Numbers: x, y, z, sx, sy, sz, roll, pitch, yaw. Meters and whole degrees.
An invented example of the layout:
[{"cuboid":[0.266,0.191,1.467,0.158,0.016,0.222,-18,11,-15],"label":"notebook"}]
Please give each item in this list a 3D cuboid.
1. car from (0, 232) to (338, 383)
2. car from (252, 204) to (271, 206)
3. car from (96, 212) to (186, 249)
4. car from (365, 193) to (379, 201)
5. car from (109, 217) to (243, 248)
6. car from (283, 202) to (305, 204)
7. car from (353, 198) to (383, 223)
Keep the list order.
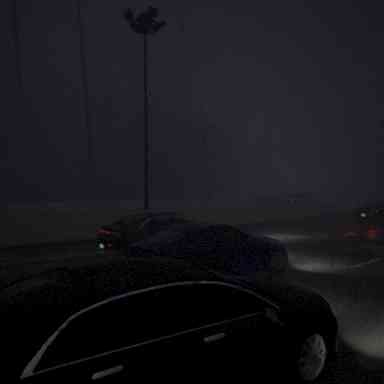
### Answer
[{"cuboid":[-0.351,1.497,3.608,4.892,1.490,1.837,-1,0,-36],"label":"car"},{"cuboid":[9.937,1.295,40.388,2.128,1.511,4.902,0,0,44],"label":"car"},{"cuboid":[-0.927,1.460,11.926,4.902,1.511,2.128,-1,0,-38],"label":"car"},{"cuboid":[36.666,1.015,67.631,1.882,1.535,5.008,0,0,35],"label":"car"},{"cuboid":[0.493,1.495,8.594,4.674,1.442,1.812,-1,0,-37],"label":"car"},{"cuboid":[11.675,1.023,37.142,2.150,2.045,5.566,0,0,45],"label":"car"},{"cuboid":[13.154,1.362,23.768,4.674,1.442,1.812,-1,0,-42],"label":"car"}]
